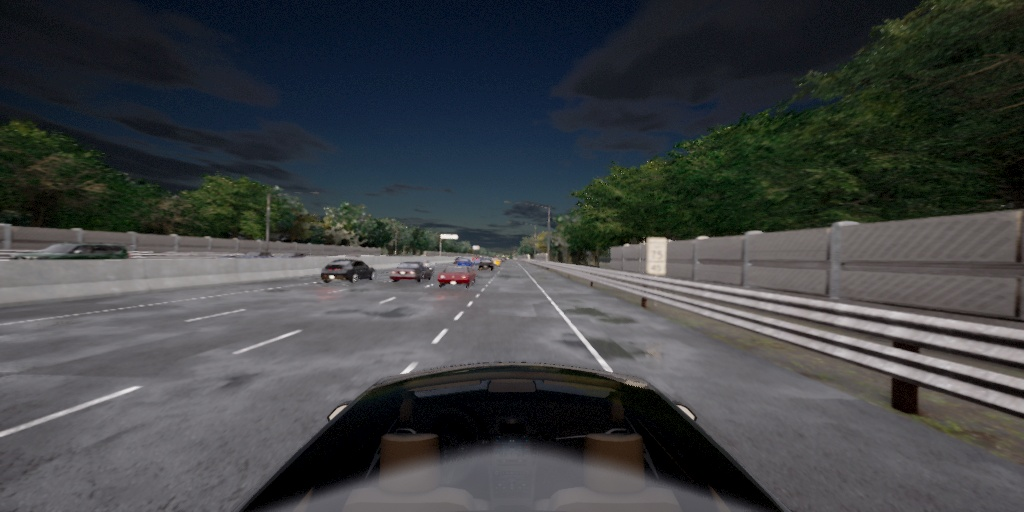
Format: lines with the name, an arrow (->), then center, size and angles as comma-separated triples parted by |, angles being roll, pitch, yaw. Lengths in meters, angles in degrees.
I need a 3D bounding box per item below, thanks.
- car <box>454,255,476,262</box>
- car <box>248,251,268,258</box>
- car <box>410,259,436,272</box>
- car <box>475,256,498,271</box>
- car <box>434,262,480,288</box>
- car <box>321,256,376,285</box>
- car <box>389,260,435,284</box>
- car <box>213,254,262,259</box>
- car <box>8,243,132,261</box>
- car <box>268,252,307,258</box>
car -> -6.859, 1.076, 52.126 | 1.882, 1.535, 5.008 | 2, 0, 0
car -> -31.351, 0.224, 43.997 | 2.097, 1.767, 4.553 | 2, 0, 0
car -> -10.366, 1.082, 42.156 | 1.895, 1.301, 4.718 | 2, 0, 0
car -> -3.361, 1.172, 48.107 | 1.882, 1.535, 5.008 | 2, 0, 0
car -> -3.408, 1.268, 23.127 | 1.895, 1.301, 4.718 | 2, 0, 0
car -> -10.406, 0.970, 23.163 | 1.837, 1.490, 4.892 | 2, 0, 0
car -> -6.898, 1.114, 25.128 | 2.033, 1.411, 5.357 | 2, 0, 0
car -> -20.971, 0.722, 26.218 | 1.994, 1.385, 4.181 | 2, 0, 0
car -> -27.979, 0.173, 23.033 | 2.150, 2.045, 5.566 | 2, 0, 0
car -> -27.865, 0.326, 45.238 | 2.097, 1.767, 4.553 | 2, 0, 0
